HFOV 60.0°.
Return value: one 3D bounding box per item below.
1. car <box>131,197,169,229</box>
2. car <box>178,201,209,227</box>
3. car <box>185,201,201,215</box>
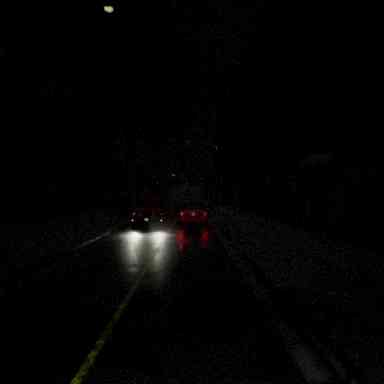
[{"bbox_3d":[-2.858,1.399,23.629,2.150,2.045,5.566,0,-1,0],"label":"car"},{"bbox_3d":[0.089,1.540,24.593,2.097,1.767,4.553,0,-1,0],"label":"car"},{"bbox_3d":[0.088,1.924,41.180,1.837,1.490,4.892,0,-1,0],"label":"car"}]
